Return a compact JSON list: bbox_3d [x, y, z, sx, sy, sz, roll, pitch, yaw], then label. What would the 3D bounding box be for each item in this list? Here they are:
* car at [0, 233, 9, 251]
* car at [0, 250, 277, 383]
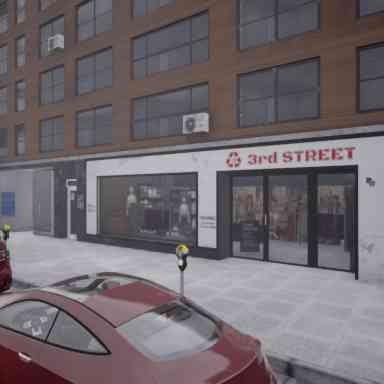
[{"bbox_3d":[-5.693,1.315,6.858,5.009,1.841,2.192,0,0,35],"label":"car"},{"bbox_3d":[-1.196,1.582,3.659,4.206,1.307,1.802,0,0,35],"label":"car"}]
